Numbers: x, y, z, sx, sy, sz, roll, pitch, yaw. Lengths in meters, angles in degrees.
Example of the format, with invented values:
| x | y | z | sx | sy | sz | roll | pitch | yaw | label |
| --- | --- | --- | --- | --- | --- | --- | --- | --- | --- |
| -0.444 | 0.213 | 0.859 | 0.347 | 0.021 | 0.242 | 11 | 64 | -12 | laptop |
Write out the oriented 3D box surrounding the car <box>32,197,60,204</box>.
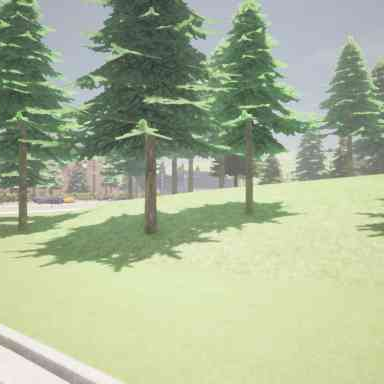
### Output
| x | y | z | sx | sy | sz | roll | pitch | yaw | label |
| --- | --- | --- | --- | --- | --- | --- | --- | --- | --- |
| -28.439 | 1.595 | 64.732 | 1.895 | 1.301 | 4.718 | 0 | 0 | 35 | car |

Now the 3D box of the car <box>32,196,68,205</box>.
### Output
| x | y | z | sx | sy | sz | roll | pitch | yaw | label |
| --- | --- | --- | --- | --- | --- | --- | --- | --- | --- |
| -24.667 | 1.526 | 58.069 | 1.812 | 1.442 | 4.674 | 0 | 0 | 35 | car |

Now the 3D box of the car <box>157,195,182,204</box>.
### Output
| x | y | z | sx | sy | sz | roll | pitch | yaw | label |
| --- | --- | --- | --- | --- | --- | --- | --- | --- | --- |
| -4.774 | 1.352 | 66.151 | 2.097 | 1.767 | 4.553 | 0 | 0 | 36 | car |

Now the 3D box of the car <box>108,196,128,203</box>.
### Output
| x | y | z | sx | sy | sz | roll | pitch | yaw | label |
| --- | --- | --- | --- | --- | --- | --- | --- | --- | --- |
| -15.674 | 1.519 | 70.720 | 2.128 | 1.511 | 4.902 | 0 | 0 | 35 | car |

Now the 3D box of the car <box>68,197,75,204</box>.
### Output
| x | y | z | sx | sy | sz | roll | pitch | yaw | label |
| --- | --- | --- | --- | --- | --- | --- | --- | --- | --- |
| -24.943 | 1.477 | 63.648 | 1.882 | 1.535 | 5.008 | 0 | 0 | 36 | car |

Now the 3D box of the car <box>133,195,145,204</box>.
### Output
| x | y | z | sx | sy | sz | roll | pitch | yaw | label |
| --- | --- | --- | --- | --- | --- | --- | --- | --- | --- |
| -9.622 | 1.352 | 65.419 | 2.097 | 1.767 | 4.553 | 0 | 0 | 35 | car |
